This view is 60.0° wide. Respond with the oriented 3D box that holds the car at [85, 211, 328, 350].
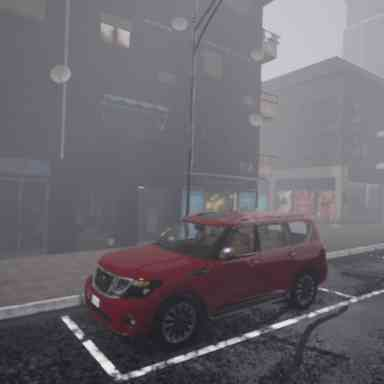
[{"bbox_3d":[0.599,1.354,6.490,5.009,1.841,2.192,1,1,-35],"label":"car"}]
